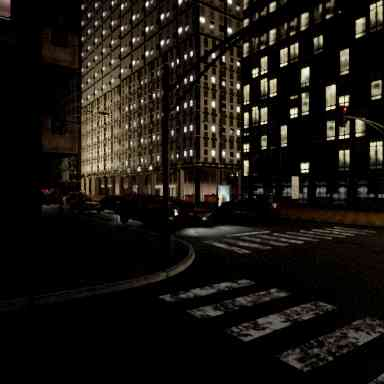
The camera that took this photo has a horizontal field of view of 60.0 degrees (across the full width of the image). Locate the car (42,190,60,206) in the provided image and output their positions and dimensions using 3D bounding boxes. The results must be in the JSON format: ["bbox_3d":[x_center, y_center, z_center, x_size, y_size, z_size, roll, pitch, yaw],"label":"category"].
[{"bbox_3d":[-15.657,0.827,37.240,2.008,1.369,4.403,2,0,-36],"label":"car"}]

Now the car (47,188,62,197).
[{"bbox_3d":[-28.531,0.099,69.122,1.967,1.590,4.097,1,0,-36],"label":"car"}]

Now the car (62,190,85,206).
[{"bbox_3d":[-12.820,0.797,37.743,2.128,1.511,4.902,0,1,-36],"label":"car"}]

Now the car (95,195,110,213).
[{"bbox_3d":[-6.435,0.988,28.966,1.882,1.535,5.008,0,1,-36],"label":"car"}]

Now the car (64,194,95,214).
[{"bbox_3d":[-9.122,1.067,28.278,1.802,1.307,4.206,2,0,-36],"label":"car"}]

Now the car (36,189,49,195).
[{"bbox_3d":[-35.071,-0.011,78.087,1.887,1.381,4.507,1,0,-36],"label":"car"}]

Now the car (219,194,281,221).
[{"bbox_3d":[4.155,1.027,24.301,2.192,1.841,5.009,1,0,-36],"label":"car"}]

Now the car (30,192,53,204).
[{"bbox_3d":[-18.925,0.752,41.720,1.802,1.307,4.206,2,0,-36],"label":"car"}]

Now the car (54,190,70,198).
[{"bbox_3d":[-25.266,0.309,64.641,1.887,1.381,4.507,1,0,-36],"label":"car"}]

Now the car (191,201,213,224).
[{"bbox_3d":[-0.655,1.220,21.040,1.812,1.442,4.674,0,1,-36],"label":"car"}]

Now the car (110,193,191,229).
[{"bbox_3d":[-2.579,1.008,19.315,2.192,1.841,5.009,2,0,-36],"label":"car"}]

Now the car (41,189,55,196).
[{"bbox_3d":[-31.802,0.096,73.605,1.887,1.381,4.507,1,0,-36],"label":"car"}]

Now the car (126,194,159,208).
[{"bbox_3d":[-5.657,0.966,37.748,1.947,1.339,4.313,1,0,-36],"label":"car"}]

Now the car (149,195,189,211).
[{"bbox_3d":[-2.388,1.070,33.266,1.947,1.339,4.313,1,0,-36],"label":"car"}]
